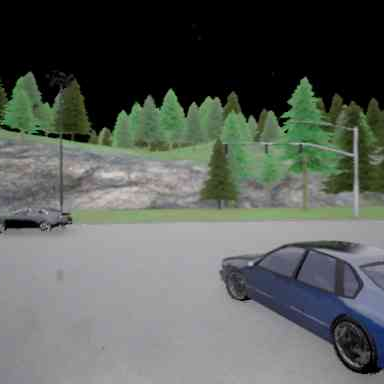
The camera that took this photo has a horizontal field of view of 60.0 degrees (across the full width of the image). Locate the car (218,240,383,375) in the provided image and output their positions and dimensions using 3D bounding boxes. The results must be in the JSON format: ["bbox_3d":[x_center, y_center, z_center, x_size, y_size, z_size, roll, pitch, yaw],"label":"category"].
[{"bbox_3d":[2.351,1.568,5.737,2.033,1.411,5.357,0,0,-21],"label":"car"}]

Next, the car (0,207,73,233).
[{"bbox_3d":[-9.842,1.678,20.464,4.902,1.511,2.128,0,-1,6],"label":"car"}]
